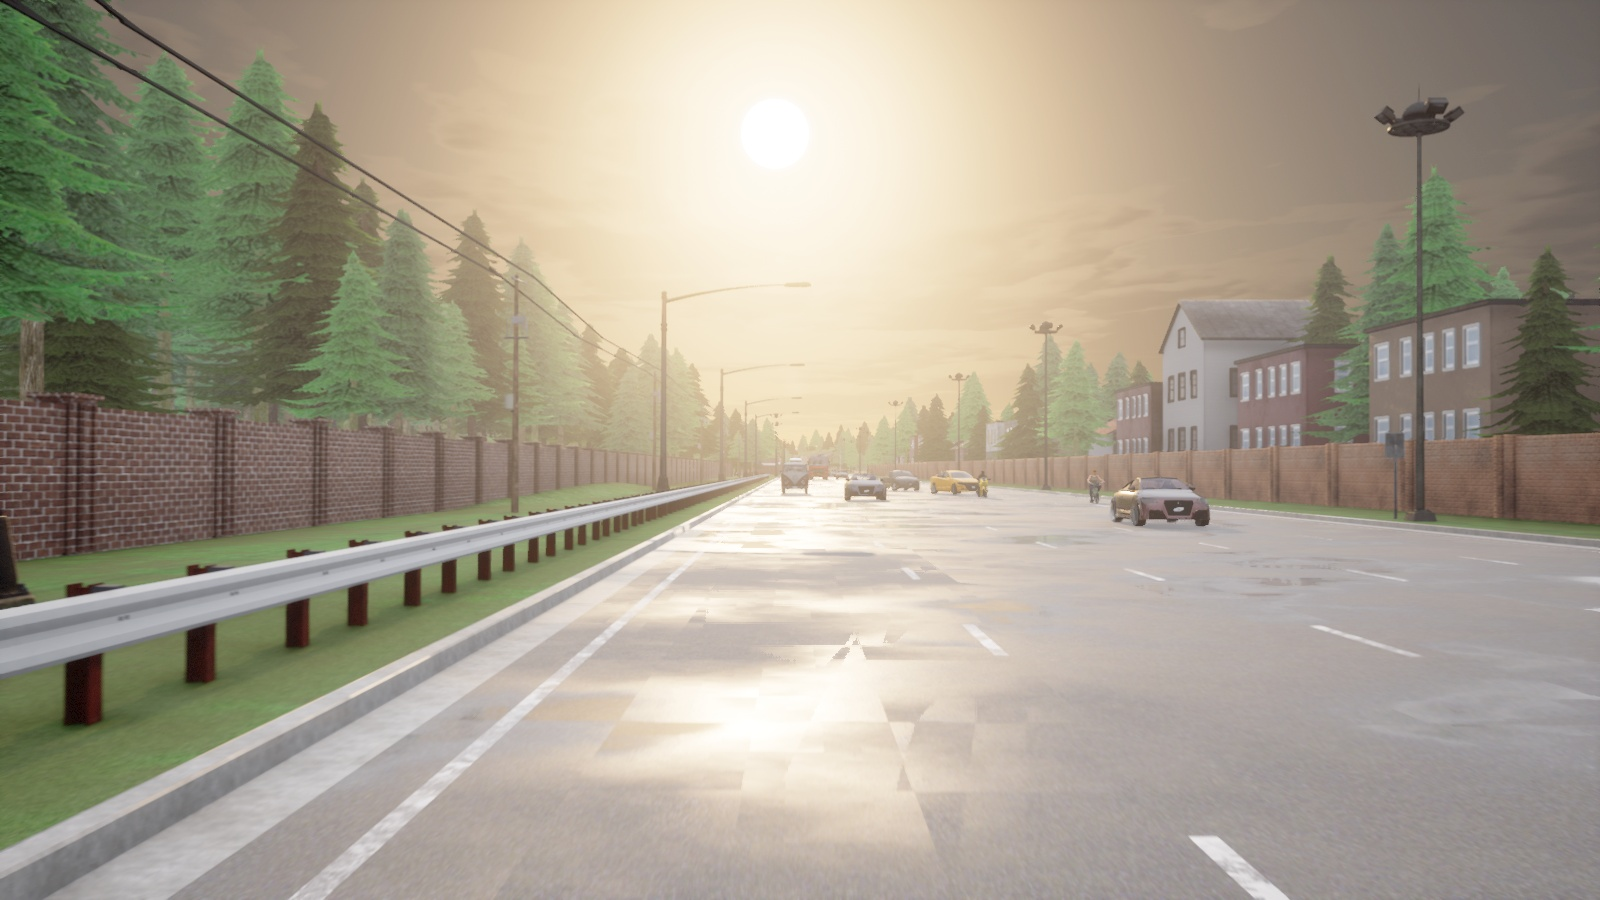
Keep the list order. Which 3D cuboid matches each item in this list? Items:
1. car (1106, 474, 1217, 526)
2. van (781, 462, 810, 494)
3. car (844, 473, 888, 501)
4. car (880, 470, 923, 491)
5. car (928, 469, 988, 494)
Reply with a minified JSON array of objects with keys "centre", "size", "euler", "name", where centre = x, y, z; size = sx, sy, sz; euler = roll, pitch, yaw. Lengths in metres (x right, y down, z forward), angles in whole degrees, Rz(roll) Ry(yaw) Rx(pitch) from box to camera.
[{"centre":[10.364,1.394,36.297],"size":[1.994,1.385,4.181],"euler":[0,-1,0],"name":"car"},{"centre":[-0.293,1.806,80.405],"size":[1.775,1.987,4.442],"euler":[0,-1,0],"name":"van"},{"centre":[3.270,1.839,63.373],"size":[1.994,1.385,4.181],"euler":[0,-1,0],"name":"car"},{"centre":[7.384,2.200,91.616],"size":[1.837,1.490,4.892],"euler":[0,-1,-12],"name":"car"},{"centre":[9.881,1.968,79.017],"size":[1.882,1.535,5.008],"euler":[0,-1,-17],"name":"car"}]
